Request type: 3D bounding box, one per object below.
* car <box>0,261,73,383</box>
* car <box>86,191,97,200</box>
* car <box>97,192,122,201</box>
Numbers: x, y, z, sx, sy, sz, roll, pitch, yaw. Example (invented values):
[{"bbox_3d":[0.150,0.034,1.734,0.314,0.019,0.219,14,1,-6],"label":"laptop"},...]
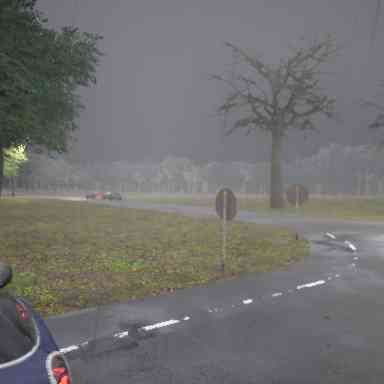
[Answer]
[{"bbox_3d":[-3.017,1.351,1.722,4.553,1.767,2.097,0,0,-35],"label":"car"},{"bbox_3d":[-17.752,0.628,60.397,1.882,1.535,5.008,2,-1,-36],"label":"car"},{"bbox_3d":[-12.988,0.677,53.840,2.128,1.511,4.902,2,-1,-35],"label":"car"}]
